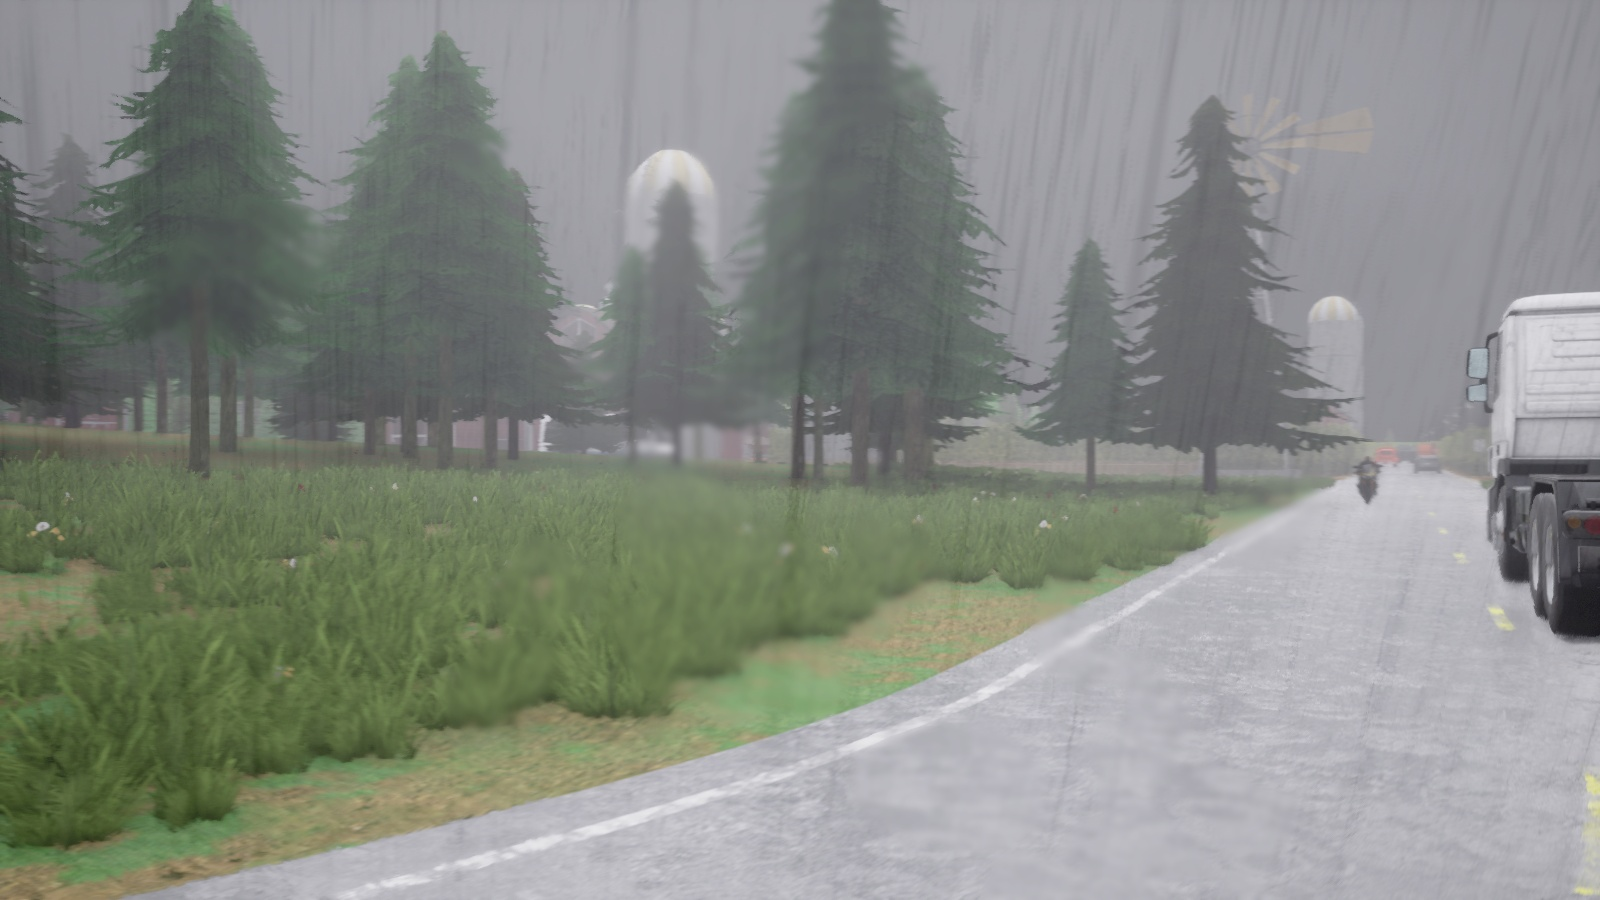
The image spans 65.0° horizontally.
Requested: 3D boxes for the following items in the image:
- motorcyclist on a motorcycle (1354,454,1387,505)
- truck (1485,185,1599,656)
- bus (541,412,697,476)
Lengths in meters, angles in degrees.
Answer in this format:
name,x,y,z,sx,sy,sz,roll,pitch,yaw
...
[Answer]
name,x,y,z,sx,sy,sz,roll,pitch,yaw
motorcyclist on a motorcycle,17.673,0.885,38.869,0.866,1.530,2.191,0,0,25
truck,8.623,-0.213,12.302,2.891,3.462,7.936,0,0,25
bus,-12.652,-0.355,87.624,10.273,4.253,3.944,0,0,26
